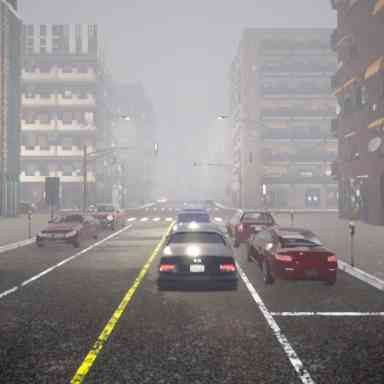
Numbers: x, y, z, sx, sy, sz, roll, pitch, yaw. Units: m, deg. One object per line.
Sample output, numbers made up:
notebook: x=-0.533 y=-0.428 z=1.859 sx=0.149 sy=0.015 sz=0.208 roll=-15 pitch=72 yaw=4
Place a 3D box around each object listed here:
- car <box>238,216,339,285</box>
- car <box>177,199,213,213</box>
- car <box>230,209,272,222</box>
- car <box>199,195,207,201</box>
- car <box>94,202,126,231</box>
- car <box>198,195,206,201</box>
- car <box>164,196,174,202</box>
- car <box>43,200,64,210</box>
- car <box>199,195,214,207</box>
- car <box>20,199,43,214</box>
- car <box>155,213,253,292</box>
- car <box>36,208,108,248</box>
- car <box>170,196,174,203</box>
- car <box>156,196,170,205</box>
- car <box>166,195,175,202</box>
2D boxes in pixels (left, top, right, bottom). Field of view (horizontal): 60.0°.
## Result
car: x=2.577 y=1.584 z=9.231 sx=1.802 sy=1.307 sz=4.206 roll=1 pitch=0 yaw=0
car: x=0.097 y=1.482 z=21.065 sx=1.882 sy=1.535 sz=5.008 roll=0 pitch=0 yaw=0
car: x=2.581 y=1.443 z=14.781 sx=1.967 sy=1.590 sz=4.097 roll=1 pitch=0 yaw=0
car: x=2.607 y=1.554 z=81.235 sx=1.887 sy=1.381 sz=4.507 roll=1 pitch=0 yaw=0
car: x=-5.305 y=1.444 z=20.311 sx=1.967 sy=1.590 sz=4.097 roll=1 pitch=0 yaw=0
car: x=2.609 y=1.560 z=86.905 sx=2.008 sy=1.369 sz=4.403 roll=1 pitch=0 yaw=0
car: x=-5.276 y=1.575 z=75.537 sx=1.947 sy=1.339 sz=4.313 roll=1 pitch=0 yaw=0
car: x=-17.608 y=1.589 z=39.703 sx=4.313 sy=1.339 sz=1.947 roll=0 pitch=-1 yaw=0
car: x=2.595 y=1.558 z=52.880 sx=2.008 sy=1.369 sz=4.403 roll=1 pitch=0 yaw=0
car: x=-17.549 y=1.240 z=31.827 sx=5.009 sy=1.841 sz=2.192 roll=0 pitch=-1 yaw=0
car: x=0.104 y=1.550 z=9.071 sx=2.033 sy=1.411 sz=5.357 roll=0 pitch=0 yaw=0
car: x=-5.305 y=1.585 z=14.762 sx=1.802 sy=1.307 sz=4.206 roll=1 pitch=0 yaw=0
car: x=-5.278 y=1.534 z=69.696 sx=1.752 sy=1.417 sz=4.829 roll=1 pitch=0 yaw=0
car: x=-5.283 y=1.533 z=58.354 sx=1.752 sy=1.417 sz=4.829 roll=1 pitch=0 yaw=0
car: x=-5.274 y=1.554 z=81.208 sx=1.887 sy=1.381 sz=4.507 roll=1 pitch=0 yaw=0
